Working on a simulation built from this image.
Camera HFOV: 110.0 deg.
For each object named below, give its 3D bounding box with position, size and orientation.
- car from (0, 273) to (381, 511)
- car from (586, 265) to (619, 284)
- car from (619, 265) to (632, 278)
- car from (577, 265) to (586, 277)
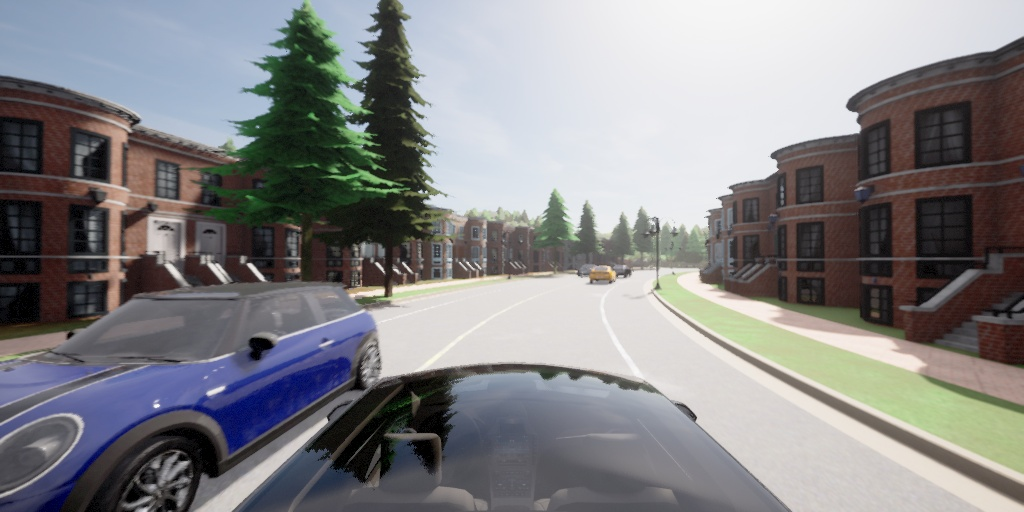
[{"bbox_3d":[-3.300,1.122,3.922,2.097,1.767,4.553,0,-1,5],"label":"car"},{"bbox_3d":[8.307,1.662,32.638,1.882,1.535,5.008,0,-1,22],"label":"car"},{"bbox_3d":[13.170,1.830,43.112,2.128,1.511,4.902,0,-1,28],"label":"car"},{"bbox_3d":[9.357,1.827,43.775,2.128,1.511,4.902,0,-1,27],"label":"car"}]
